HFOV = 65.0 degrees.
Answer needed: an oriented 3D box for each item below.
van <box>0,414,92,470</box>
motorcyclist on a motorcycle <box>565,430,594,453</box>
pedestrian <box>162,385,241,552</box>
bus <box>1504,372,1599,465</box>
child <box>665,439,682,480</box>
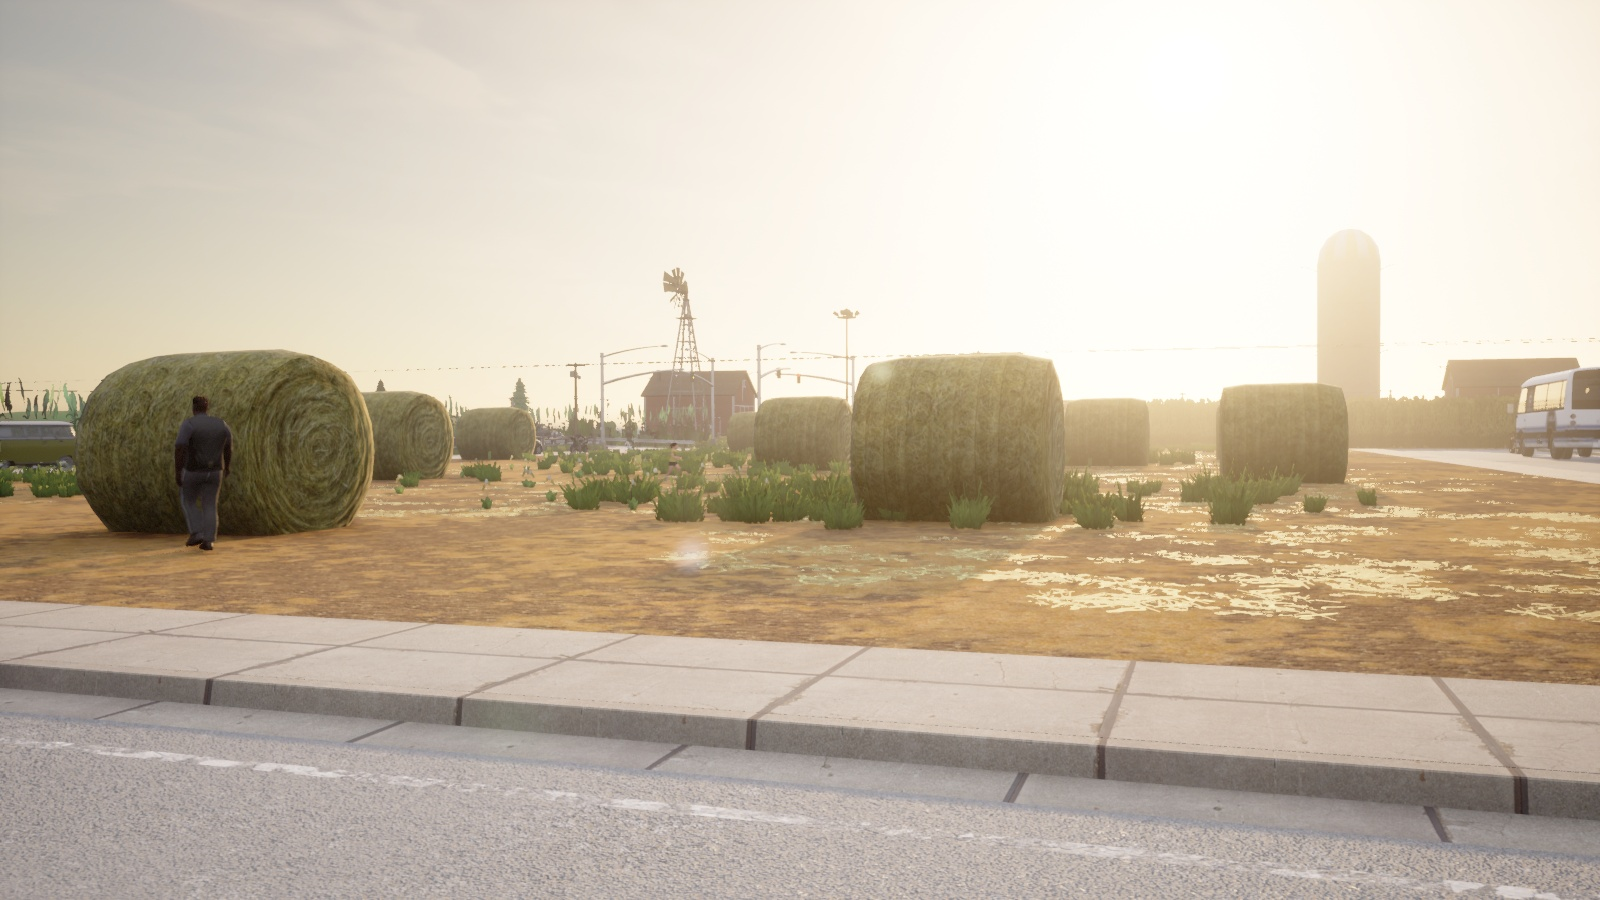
[{"bbox_3d":[-29.008,-0.314,46.821,1.775,1.987,4.442,1,1,21],"label":"van"},{"bbox_3d":[-14.661,-0.565,83.480,0.866,1.530,2.191,1,1,21],"label":"motorcyclist on a motorcycle"},{"bbox_3d":[-6.963,0.202,14.597,0.849,1.883,0.563,1,1,45],"label":"pedestrian"},{"bbox_3d":[38.321,-1.431,62.271,3.944,4.253,10.273,1,0,18],"label":"bus"},{"bbox_3d":[-3.467,0.268,34.400,0.394,1.110,0.255,1,1,28],"label":"child"}]
